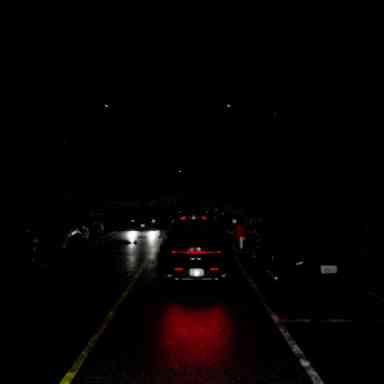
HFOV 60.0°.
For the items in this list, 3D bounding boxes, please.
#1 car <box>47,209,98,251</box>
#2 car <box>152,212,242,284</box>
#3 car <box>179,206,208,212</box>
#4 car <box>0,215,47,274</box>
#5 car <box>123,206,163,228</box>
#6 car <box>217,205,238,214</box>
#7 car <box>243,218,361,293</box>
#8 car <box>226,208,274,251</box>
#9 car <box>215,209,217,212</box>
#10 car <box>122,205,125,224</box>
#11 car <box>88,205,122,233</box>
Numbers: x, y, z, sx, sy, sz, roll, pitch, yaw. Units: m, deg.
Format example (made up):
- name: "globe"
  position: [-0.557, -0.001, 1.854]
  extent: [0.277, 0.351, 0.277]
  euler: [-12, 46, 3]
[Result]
- name: "car"
  position: [-5.772, 1.617, 14.266]
  extent: [1.947, 1.339, 4.313]
  euler: [-1, 0, 0]
- name: "car"
  position: [0.101, 1.537, 9.654]
  extent: [1.837, 1.490, 4.892]
  euler: [0, -1, 0]
- name: "car"
  position: [0.100, 1.629, 22.622]
  extent: [2.033, 1.411, 5.357]
  euler: [0, 0, 0]
- name: "car"
  position: [-5.774, 1.471, 8.760]
  extent: [1.967, 1.590, 4.097]
  euler: [-1, 0, 0]
- name: "car"
  position: [-2.998, 1.673, 22.899]
  extent: [2.033, 1.411, 5.357]
  euler: [0, 0, 0]
- name: "car"
  position: [2.753, 1.616, 19.770]
  extent: [1.887, 1.381, 4.507]
  euler: [-1, 0, 0]
- name: "car"
  position: [2.753, 1.597, 8.760]
  extent: [1.947, 1.339, 4.313]
  euler: [-1, 0, 0]
- name: "car"
  position: [2.753, 1.596, 14.264]
  extent: [1.887, 1.381, 4.507]
  euler: [-1, 0, 0]
- name: "car"
  position: [2.754, 1.636, 25.275]
  extent: [1.887, 1.381, 4.507]
  euler: [-1, 0, 0]
- name: "car"
  position: [-5.771, 1.635, 25.276]
  extent: [1.887, 1.381, 4.507]
  euler: [-1, 0, 0]
- name: "car"
  position: [-5.772, 1.621, 19.771]
  extent: [2.008, 1.369, 4.403]
  euler: [-1, 0, 0]
